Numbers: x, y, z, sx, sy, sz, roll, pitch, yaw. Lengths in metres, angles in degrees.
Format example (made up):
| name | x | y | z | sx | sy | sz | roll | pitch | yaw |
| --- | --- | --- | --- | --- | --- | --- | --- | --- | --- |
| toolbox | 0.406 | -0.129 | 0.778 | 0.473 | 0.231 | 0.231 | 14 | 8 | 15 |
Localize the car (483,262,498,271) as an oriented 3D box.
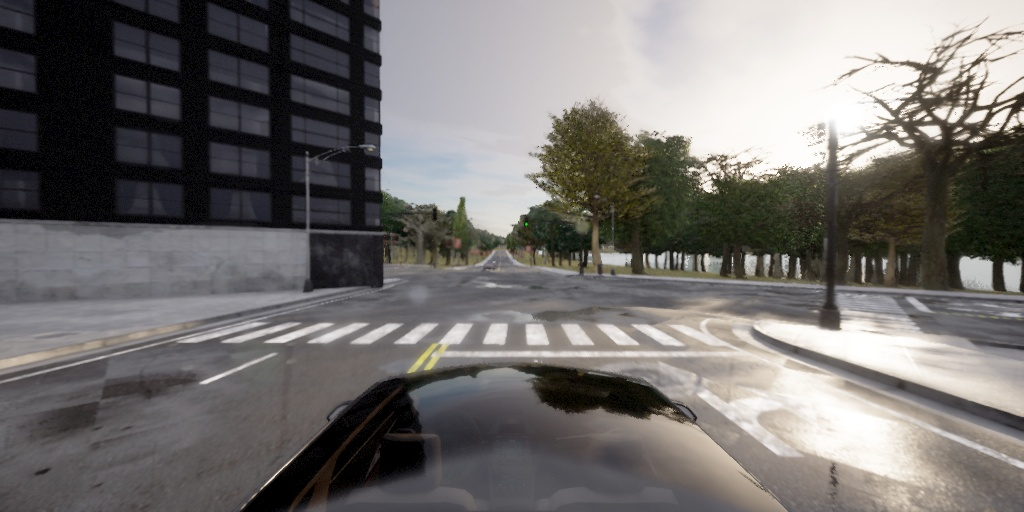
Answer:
| name | x | y | z | sx | sy | sz | roll | pitch | yaw |
| --- | --- | --- | --- | --- | --- | --- | --- | --- | --- |
| car | -3.844 | 1.759 | 60.107 | 1.994 | 1.385 | 4.181 | 0 | 0 | -2 |
